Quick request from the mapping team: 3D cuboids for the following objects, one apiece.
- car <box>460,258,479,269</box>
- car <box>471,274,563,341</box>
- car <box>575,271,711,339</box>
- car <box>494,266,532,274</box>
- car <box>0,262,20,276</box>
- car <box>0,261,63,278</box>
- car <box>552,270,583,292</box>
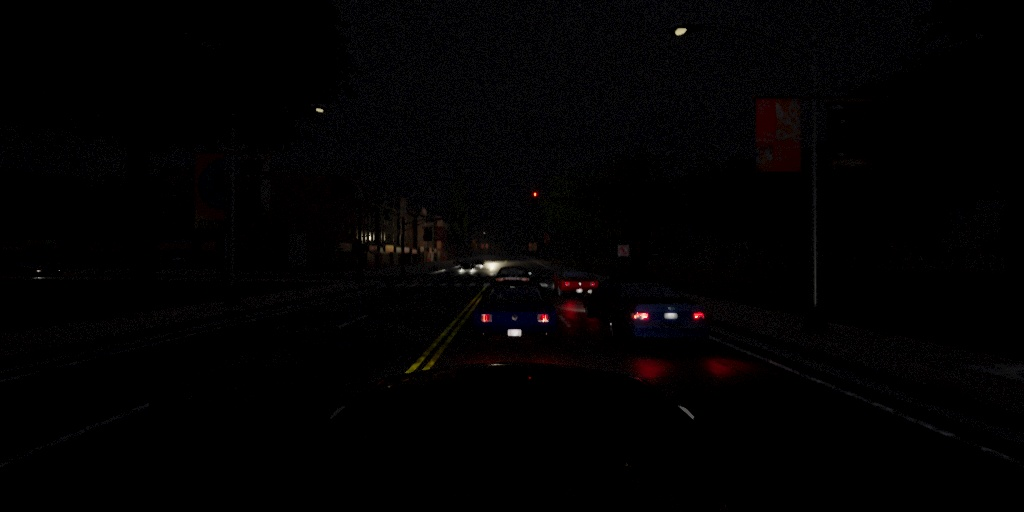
[{"bbox_3d":[-6.608,1.180,54.243,1.882,1.535,5.008,0,1,0],"label":"car"},{"bbox_3d":[0.078,1.359,9.875,1.895,1.301,4.718,0,0,0],"label":"car"},{"bbox_3d":[3.328,1.306,10.000,2.033,1.411,5.357,0,0,0],"label":"car"},{"bbox_3d":[0.045,1.280,19.216,1.882,1.535,5.008,0,0,0],"label":"car"},{"bbox_3d":[-49.243,1.180,33.197,4.718,1.301,1.895,0,0,1],"label":"car"},{"bbox_3d":[-41.605,1.150,30.307,5.357,1.411,2.033,0,0,0],"label":"car"},{"bbox_3d":[3.296,1.406,19.644,1.895,1.301,4.718,0,0,0],"label":"car"}]
